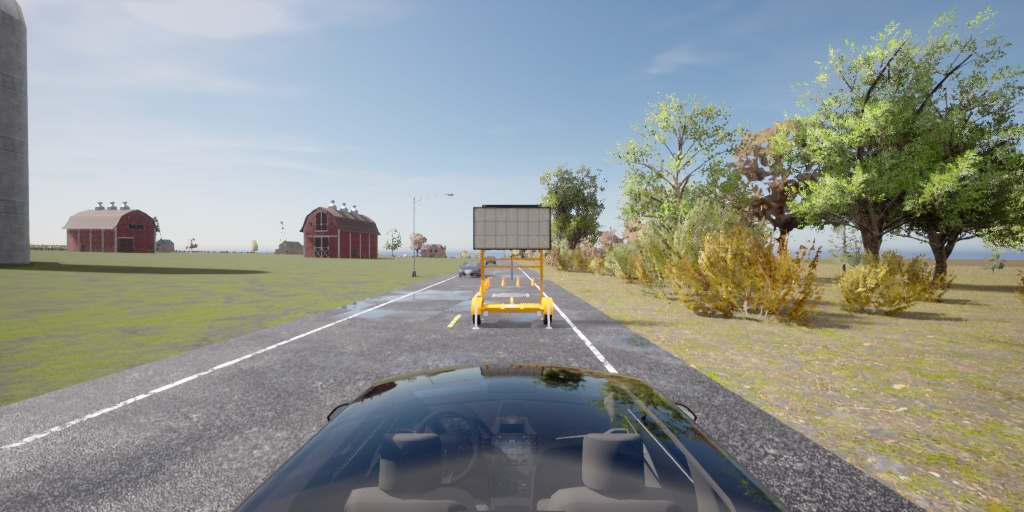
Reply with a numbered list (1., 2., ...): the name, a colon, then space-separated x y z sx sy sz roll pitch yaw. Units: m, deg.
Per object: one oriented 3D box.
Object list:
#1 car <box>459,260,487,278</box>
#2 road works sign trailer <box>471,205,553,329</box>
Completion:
1. car: -3.786 1.239 33.251 2.128 1.511 4.902 0 0 -1
2. road works sign trailer: 0.000 0.213 11.192 2.380 3.560 2.880 0 0 0
